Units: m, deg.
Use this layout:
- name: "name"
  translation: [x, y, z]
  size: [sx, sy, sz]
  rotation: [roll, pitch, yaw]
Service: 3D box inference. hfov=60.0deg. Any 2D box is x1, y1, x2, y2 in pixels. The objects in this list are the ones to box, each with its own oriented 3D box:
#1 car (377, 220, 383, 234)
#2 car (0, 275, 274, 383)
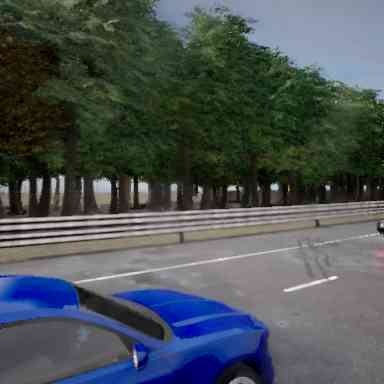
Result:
- name: "car"
  translation: [10.798, 1.518, 15.754]
  size: [4.718, 1.301, 1.895]
  rotation: [-1, 0, -36]
- name: "car"
  translation: [-1.458, 1.478, 2.706]
  size: [5.008, 1.535, 1.882]
  rotation: [0, 0, -36]
